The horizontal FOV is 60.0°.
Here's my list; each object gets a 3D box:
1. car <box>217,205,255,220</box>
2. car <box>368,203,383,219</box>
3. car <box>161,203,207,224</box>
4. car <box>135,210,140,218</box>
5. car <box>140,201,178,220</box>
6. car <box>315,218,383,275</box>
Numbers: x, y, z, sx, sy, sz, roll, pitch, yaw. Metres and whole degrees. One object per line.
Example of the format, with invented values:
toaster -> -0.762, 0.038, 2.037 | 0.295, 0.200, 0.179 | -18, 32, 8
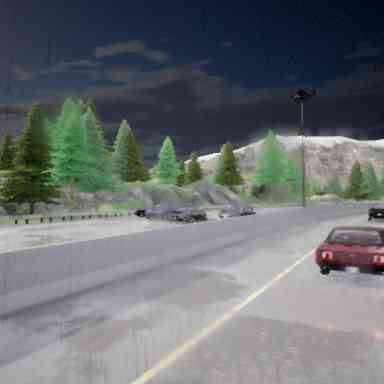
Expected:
car -> 3.929, 1.861, 29.116 | 2.128, 1.511, 4.902 | -1, -1, 32
car -> 17.463, 1.792, 30.436 | 1.882, 1.535, 5.008 | -1, -1, 36
car -> -0.384, 1.952, 28.736 | 1.994, 1.385, 4.181 | -1, -1, 32
car -> -4.032, 2.108, 36.181 | 1.895, 1.301, 4.718 | -1, -1, 32
car -> -2.490, 1.795, 31.994 | 2.097, 1.767, 4.553 | -1, -1, 32
car -> 5.226, 1.714, 10.409 | 1.895, 1.301, 4.718 | -1, -1, 30
